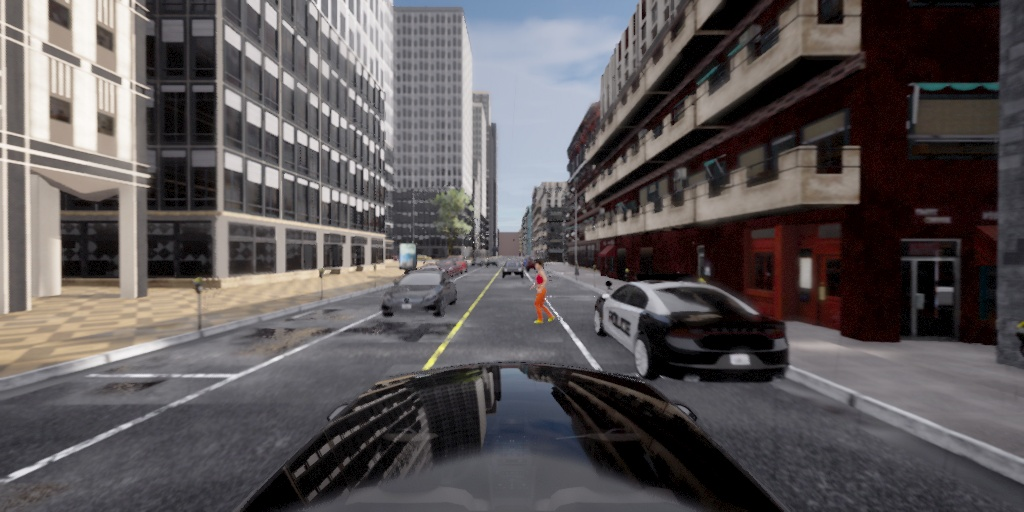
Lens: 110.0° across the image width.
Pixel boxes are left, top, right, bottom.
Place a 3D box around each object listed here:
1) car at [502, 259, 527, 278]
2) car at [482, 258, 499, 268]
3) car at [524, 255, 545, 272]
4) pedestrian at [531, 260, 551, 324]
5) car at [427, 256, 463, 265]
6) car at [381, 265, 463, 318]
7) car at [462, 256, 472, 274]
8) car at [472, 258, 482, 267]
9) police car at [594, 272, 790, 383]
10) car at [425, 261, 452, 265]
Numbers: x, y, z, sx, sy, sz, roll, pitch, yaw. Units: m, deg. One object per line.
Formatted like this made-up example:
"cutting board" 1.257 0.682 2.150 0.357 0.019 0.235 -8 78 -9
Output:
"car" 0.079 1.191 31.820 1.895 1.301 4.718 0 0 0
"car" -3.062 1.075 54.796 1.895 1.301 4.718 0 0 1
"car" 2.690 0.853 41.992 2.192 1.841 5.009 0 0 0
"pedestrian" 0.832 0.998 10.272 0.375 1.860 0.375 0 0 -1
"car" -5.691 1.035 30.889 1.967 1.591 4.097 0 0 0
"car" -3.101 1.216 12.868 1.812 1.442 4.674 0 0 0
"car" -5.690 0.881 36.440 2.192 1.841 5.009 0 0 0
"car" -5.691 1.021 58.643 1.948 1.339 4.313 0 0 0
"police car" 3.000 1.145 7.305 1.930 1.638 5.238 0 0 0
"car" -5.691 1.206 25.338 1.802 1.307 4.207 0 0 0
